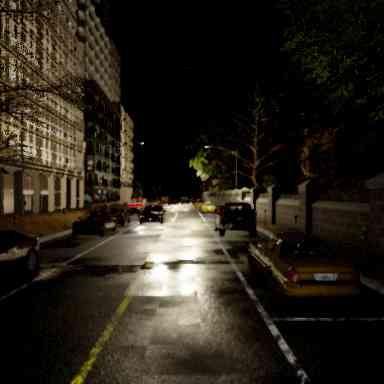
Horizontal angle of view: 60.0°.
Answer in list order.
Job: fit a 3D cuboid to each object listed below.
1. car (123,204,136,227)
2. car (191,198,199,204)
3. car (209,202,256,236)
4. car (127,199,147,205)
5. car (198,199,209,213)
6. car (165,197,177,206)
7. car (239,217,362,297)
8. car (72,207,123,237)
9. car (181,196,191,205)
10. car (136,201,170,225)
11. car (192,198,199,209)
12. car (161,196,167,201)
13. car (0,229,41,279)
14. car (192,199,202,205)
[{"bbox_3d":[-5.641,1.820,25.031,1.802,1.307,4.206,0,-1,-1],"label":"car"},{"bbox_3d":[0.762,2.341,86.150,1.947,1.339,4.313,0,0,-2],"label":"car"},{"bbox_3d":[2.453,1.500,19.595,2.192,1.841,5.009,0,-1,-1],"label":"car"},{"bbox_3d":[-5.824,1.655,36.127,2.192,1.841,5.009,0,-1,-1],"label":"car"},{"bbox_3d":[2.080,1.915,41.950,1.752,1.417,4.829,0,-1,-1],"label":"car"},{"bbox_3d":[-3.993,2.211,68.386,1.895,1.301,4.718,0,0,-2],"label":"car"},{"bbox_3d":[2.540,1.608,8.667,1.752,1.417,4.829,0,-1,0],"label":"car"},{"bbox_3d":[-5.571,1.731,19.482,1.887,1.381,4.507,0,-1,-1],"label":"car"},{"bbox_3d":[-1.449,2.149,75.048,2.033,1.411,5.357,0,0,-2],"label":"car"},{"bbox_3d":[-3.056,1.756,26.500,1.837,1.490,4.892,0,-1,-1],"label":"car"},{"bbox_3d":[1.358,1.977,56.517,1.801,1.575,5.366,0,0,-2],"label":"car"},{"bbox_3d":[-7.439,2.138,91.545,2.192,1.841,5.009,0,0,-2],"label":"car"},{"bbox_3d":[-5.484,1.627,8.387,1.887,1.381,4.507,0,-1,0],"label":"car"},{"bbox_3d":[1.113,2.246,75.057,1.947,1.339,4.313,0,0,-2],"label":"car"}]
